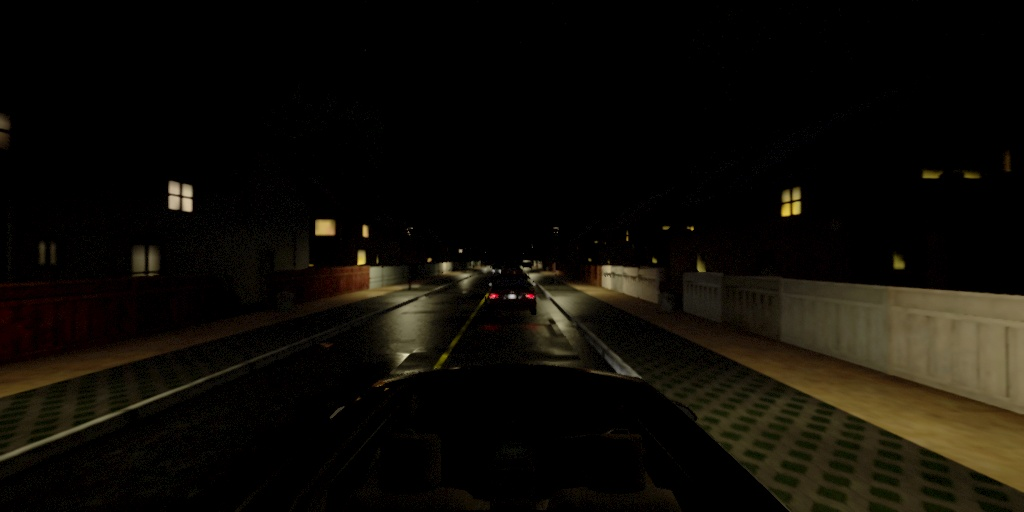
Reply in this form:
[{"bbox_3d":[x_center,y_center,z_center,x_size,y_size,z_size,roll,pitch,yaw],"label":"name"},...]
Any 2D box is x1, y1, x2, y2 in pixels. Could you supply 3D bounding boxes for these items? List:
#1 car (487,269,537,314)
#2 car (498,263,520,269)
[{"bbox_3d":[0.010,1.418,14.377,2.033,1.411,5.357,0,-1,0],"label":"car"},{"bbox_3d":[0.020,1.550,30.754,1.812,1.442,4.674,0,0,0],"label":"car"}]
